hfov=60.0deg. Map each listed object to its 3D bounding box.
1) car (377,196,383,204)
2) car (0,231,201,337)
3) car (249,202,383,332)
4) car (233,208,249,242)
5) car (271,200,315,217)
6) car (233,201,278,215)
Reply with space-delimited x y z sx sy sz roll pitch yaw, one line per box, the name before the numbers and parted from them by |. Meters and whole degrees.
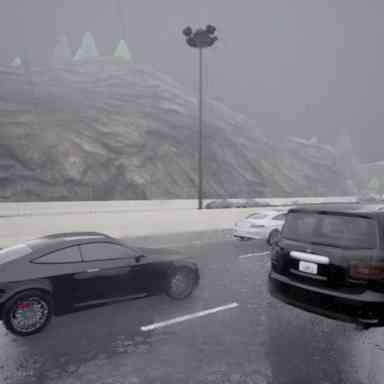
car | 37.172 1.557 63.670 4.181 1.385 1.994 0 0 -44
car | -1.988 1.526 6.628 4.674 1.442 1.812 0 0 -36
car | 3.925 1.222 6.548 5.566 2.045 2.150 0 0 -36
car | 3.942 1.527 15.160 4.674 1.442 1.812 0 0 -36
car | 9.902 1.566 32.564 4.181 1.385 1.994 0 0 -36
car | 6.621 1.603 34.518 4.718 1.301 1.895 0 0 -36
